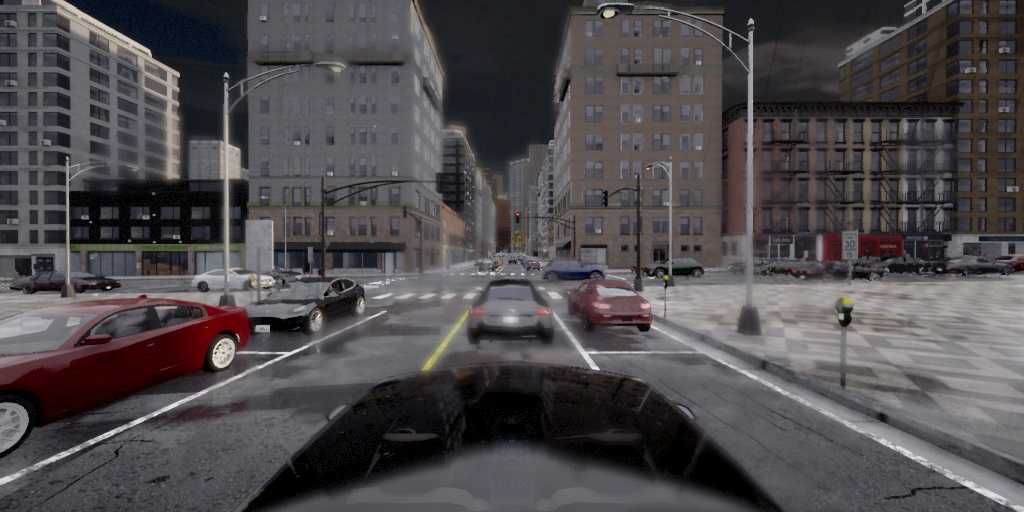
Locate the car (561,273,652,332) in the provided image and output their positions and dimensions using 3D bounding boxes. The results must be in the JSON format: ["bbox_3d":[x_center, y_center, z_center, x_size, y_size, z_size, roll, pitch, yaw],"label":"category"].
[{"bbox_3d":[2.719,1.330,10.560,1.802,1.307,4.207,0,0,0],"label":"car"}]

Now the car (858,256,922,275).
[{"bbox_3d":[31.751,0.772,29.892,4.892,1.490,1.837,-1,0,0],"label":"car"}]

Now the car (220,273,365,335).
[{"bbox_3d":[-5.806,1.314,10.516,1.948,1.339,4.313,0,0,0],"label":"car"}]

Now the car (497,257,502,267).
[{"bbox_3d":[-3.039,1.201,55.213,2.033,1.411,5.357,0,0,0],"label":"car"}]

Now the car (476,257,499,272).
[{"bbox_3d":[-3.073,1.208,45.563,1.812,1.442,4.674,0,0,2],"label":"car"}]

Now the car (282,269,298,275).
[{"bbox_3d":[-17.997,1.470,26.407,4.902,1.511,2.128,-1,0,4],"label":"car"}]

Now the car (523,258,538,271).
[{"bbox_3d":[2.793,1.258,47.772,1.802,1.307,4.207,0,0,0],"label":"car"}]

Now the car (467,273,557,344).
[{"bbox_3d":[-0.035,1.312,9.562,1.994,1.385,4.181,0,0,0],"label":"car"}]

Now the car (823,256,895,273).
[{"bbox_3d":[31.992,0.752,33.144,4.892,1.490,1.837,-1,0,0],"label":"car"}]

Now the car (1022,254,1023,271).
[{"bbox_3d":[41.879,0.608,29.881,5.008,1.535,1.882,-1,0,0],"label":"car"}]

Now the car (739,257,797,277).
[{"bbox_3d":[22.286,0.889,29.881,4.902,1.511,2.128,-1,0,0],"label":"car"}]

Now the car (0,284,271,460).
[{"bbox_3d":[-5.776,1.295,4.872,1.888,1.381,4.507,0,0,0],"label":"car"}]

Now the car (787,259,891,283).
[{"bbox_3d":[21.008,1.051,23.180,4.718,1.301,1.895,-1,0,0],"label":"car"}]

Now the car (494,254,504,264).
[{"bbox_3d":[-2.970,0.970,65.122,2.097,1.767,4.553,0,0,1],"label":"car"}]

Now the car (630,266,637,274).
[{"bbox_3d":[13.480,1.106,33.117,4.718,1.301,1.895,-1,0,0],"label":"car"}]

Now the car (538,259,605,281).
[{"bbox_3d":[4.514,1.030,26.403,4.553,1.767,2.097,-1,0,0],"label":"car"}]

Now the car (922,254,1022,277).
[{"bbox_3d":[33.828,0.782,26.452,4.674,1.442,1.812,-1,0,0],"label":"car"}]

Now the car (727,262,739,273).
[{"bbox_3d":[22.521,0.869,33.132,4.902,1.511,2.128,-1,0,0],"label":"car"}]

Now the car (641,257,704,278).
[{"bbox_3d":[13.332,0.876,29.865,4.553,1.767,2.097,-1,0,0],"label":"car"}]

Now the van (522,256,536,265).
[{"bbox_3d":[2.811,1.000,53.324,1.690,1.789,3.998,0,0,0],"label":"van"}]

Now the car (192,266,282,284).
[{"bbox_3d":[-17.898,1.520,23.111,4.674,1.442,1.812,-1,0,0],"label":"car"}]

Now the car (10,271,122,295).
[{"bbox_3d":[-28.651,1.678,23.090,5.357,1.411,2.033,-1,0,0],"label":"car"}]
